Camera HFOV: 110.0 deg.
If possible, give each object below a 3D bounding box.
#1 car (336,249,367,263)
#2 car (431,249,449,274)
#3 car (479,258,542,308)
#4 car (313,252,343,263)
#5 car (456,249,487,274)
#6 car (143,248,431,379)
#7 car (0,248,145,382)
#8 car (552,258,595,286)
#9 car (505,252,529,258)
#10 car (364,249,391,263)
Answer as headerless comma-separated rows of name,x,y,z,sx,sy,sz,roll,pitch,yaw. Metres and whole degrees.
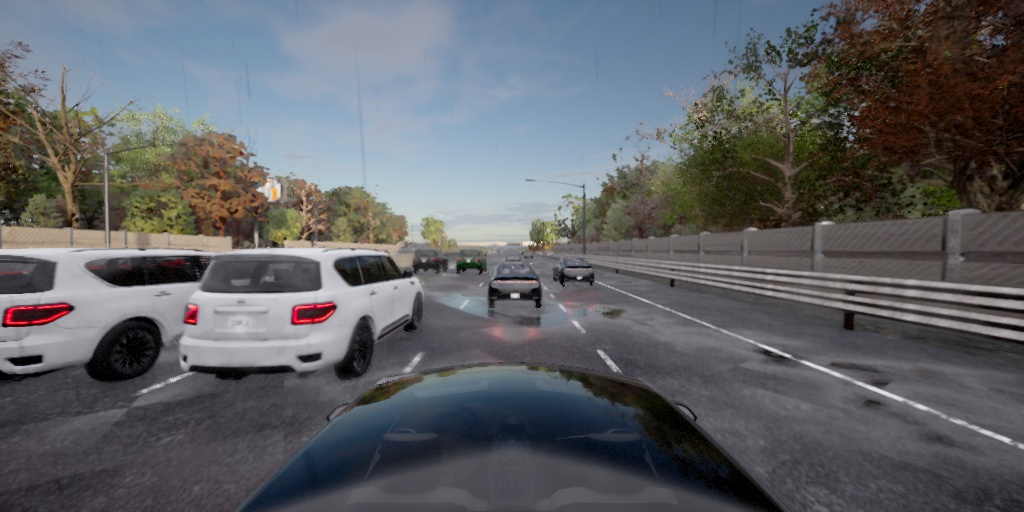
car,-24.545,-0.052,54.996,2.150,2.045,5.566,0,1,1
car,-6.900,0.409,30.766,2.150,2.045,5.566,0,1,0
car,0.101,1.005,13.868,2.128,1.511,4.902,0,1,0
car,-28.040,0.222,54.816,2.128,1.511,4.902,0,1,1
car,-3.400,0.410,30.754,2.150,2.045,5.566,0,1,0
car,-3.403,0.865,7.180,2.150,2.045,5.566,0,1,0
car,-6.904,0.867,7.070,2.150,2.045,5.566,0,1,0
car,3.501,0.868,20.966,2.128,1.511,4.902,0,1,0
car,0.104,0.666,31.452,2.128,1.511,4.902,0,1,0
car,-21.042,-0.077,56.287,2.150,2.045,5.566,0,1,1
